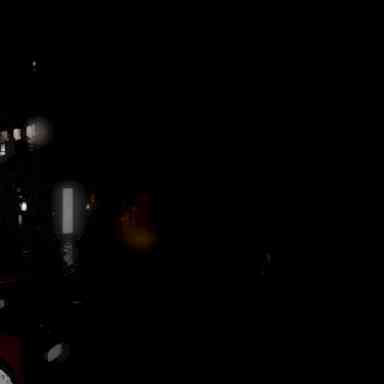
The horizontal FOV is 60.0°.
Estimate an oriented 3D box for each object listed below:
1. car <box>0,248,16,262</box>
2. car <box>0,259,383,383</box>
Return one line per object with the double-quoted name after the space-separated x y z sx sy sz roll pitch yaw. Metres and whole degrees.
-4.697 1.543 6.226 4.507 1.381 1.887 0 0 36 "car"
-0.114 1.544 2.956 4.507 1.381 1.887 0 0 36 "car"
